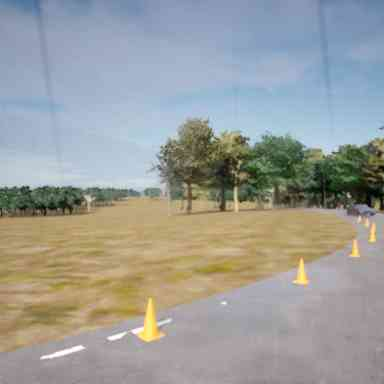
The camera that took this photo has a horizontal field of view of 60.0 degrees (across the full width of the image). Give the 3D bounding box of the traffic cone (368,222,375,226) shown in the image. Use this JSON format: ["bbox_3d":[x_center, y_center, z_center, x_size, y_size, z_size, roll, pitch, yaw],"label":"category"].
[{"bbox_3d":[10.956,2.133,20.018,0.340,0.580,0.340,-1,-1,26],"label":"traffic cone"}]

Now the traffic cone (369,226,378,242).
[{"bbox_3d":[8.646,2.069,15.903,0.340,0.580,0.340,-1,-1,32],"label":"traffic cone"}]

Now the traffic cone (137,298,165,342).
[{"bbox_3d":[-0.656,1.996,5.304,0.340,0.580,0.340,0,-1,-40],"label":"traffic cone"}]

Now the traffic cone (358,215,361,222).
[{"bbox_3d":[14.615,2.323,29.011,0.340,0.580,0.340,-1,-2,20],"label":"traffic cone"}]

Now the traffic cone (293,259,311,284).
[{"bbox_3d":[2.808,2.004,8.506,0.340,0.580,0.340,-1,-1,44],"label":"traffic cone"}]

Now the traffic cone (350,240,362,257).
[{"bbox_3d":[5.920,2.026,12.052,0.340,0.580,0.340,-1,-1,38],"label":"traffic cone"}]

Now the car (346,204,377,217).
[{"bbox_3d":[20.012,2.189,39.638,2.033,1.411,5.357,-1,-2,8],"label":"car"}]

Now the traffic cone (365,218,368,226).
[{"bbox_3d":[12.858,2.220,24.398,0.340,0.580,0.340,-1,-1,22],"label":"traffic cone"}]
